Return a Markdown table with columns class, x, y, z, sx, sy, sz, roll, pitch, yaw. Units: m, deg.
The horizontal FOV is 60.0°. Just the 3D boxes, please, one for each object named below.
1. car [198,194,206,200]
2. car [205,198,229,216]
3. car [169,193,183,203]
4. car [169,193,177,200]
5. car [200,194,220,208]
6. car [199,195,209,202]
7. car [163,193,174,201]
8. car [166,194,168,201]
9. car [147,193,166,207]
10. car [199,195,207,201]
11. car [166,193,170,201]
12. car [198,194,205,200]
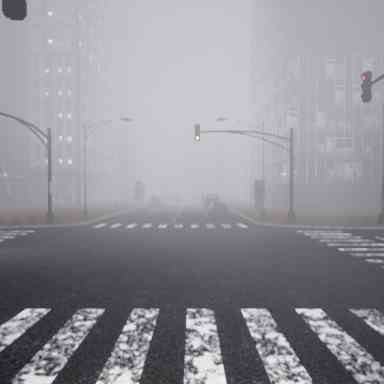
| class | x | y | z | sx | sy | sz | roll | pitch | yaw |
| --- | --- | --- | --- | --- | --- | --- | --- | --- | --- |
| car | 2.563 | 1.325 | 87.085 | 1.752 | 1.417 | 4.829 | -1 | 0 | 0 |
| car | 2.525 | 1.515 | 31.670 | 1.802 | 1.307 | 4.206 | -1 | 0 | 0 |
| car | -2.743 | 1.211 | 63.934 | 2.097 | 1.767 | 4.553 | 0 | 0 | 0 |
| car | -5.318 | 1.226 | 92.415 | 1.967 | 1.590 | 4.097 | -1 | 0 | 0 |
| car | 2.543 | 1.224 | 42.718 | 2.192 | 1.841 | 5.009 | -1 | 0 | 0 |
| car | 2.562 | 1.387 | 70.341 | 1.887 | 1.381 | 4.507 | -1 | 0 | 0 |
| car | -5.321 | 1.144 | 75.841 | 2.192 | 1.841 | 5.009 | -1 | 0 | 0 |
| car | -5.320 | 1.465 | 53.744 | 1.802 | 1.307 | 4.206 | -1 | 0 | 0 |
| car | -5.322 | 1.337 | 48.219 | 1.967 | 1.590 | 4.097 | -1 | 0 | 0 |
| car | 2.563 | 1.396 | 81.391 | 1.802 | 1.307 | 4.206 | -1 | 0 | 0 |
| car | -5.320 | 1.283 | 70.317 | 1.967 | 1.590 | 4.097 | -1 | 0 | 0 |
| car | 2.564 | 1.331 | 92.439 | 1.887 | 1.381 | 4.507 | -1 | 0 | 0 |
